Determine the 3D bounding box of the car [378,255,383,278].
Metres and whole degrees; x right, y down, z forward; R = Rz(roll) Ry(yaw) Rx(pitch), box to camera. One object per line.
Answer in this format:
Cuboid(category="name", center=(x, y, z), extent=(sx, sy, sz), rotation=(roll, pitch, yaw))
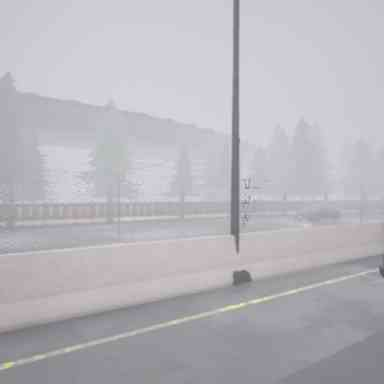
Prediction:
Cuboid(category="car", center=(6.987, 1.638, 8.734), extent=(5.357, 1.411, 2.033), rotation=(1, 0, -35))
